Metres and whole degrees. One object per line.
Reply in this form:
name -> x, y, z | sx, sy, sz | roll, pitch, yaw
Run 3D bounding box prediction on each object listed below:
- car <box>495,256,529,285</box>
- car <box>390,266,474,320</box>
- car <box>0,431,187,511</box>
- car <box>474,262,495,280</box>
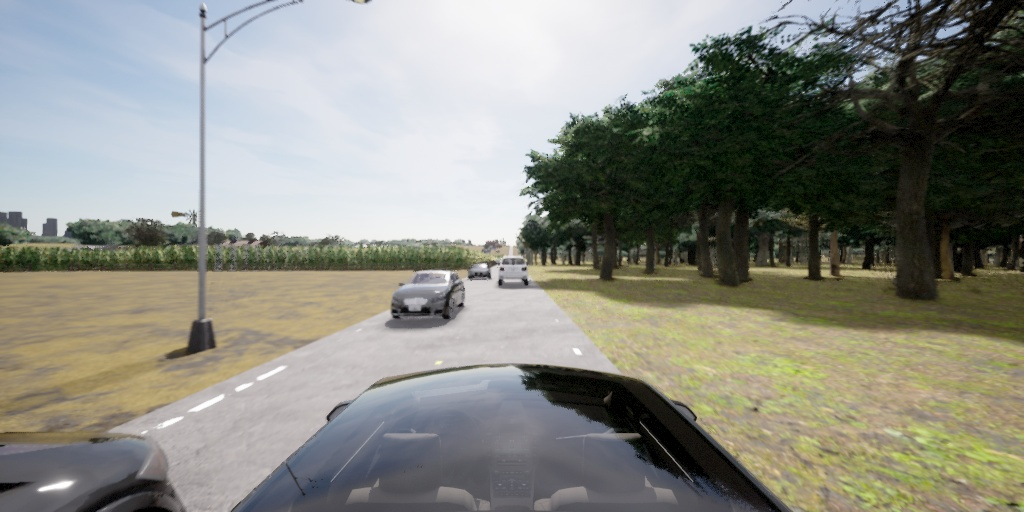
car -> 0.084, 1.054, 27.131 | 2.150, 2.045, 5.566 | 0, 0, 0
car -> -2.820, 1.272, 12.932 | 2.128, 1.511, 4.902 | 0, 0, 0
car -> -2.847, 1.311, 0.282 | 1.994, 1.385, 4.181 | 0, 0, 0
car -> -2.860, 1.423, 32.818 | 1.994, 1.385, 4.181 | 0, 0, 0
